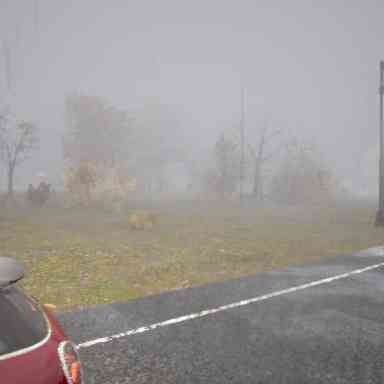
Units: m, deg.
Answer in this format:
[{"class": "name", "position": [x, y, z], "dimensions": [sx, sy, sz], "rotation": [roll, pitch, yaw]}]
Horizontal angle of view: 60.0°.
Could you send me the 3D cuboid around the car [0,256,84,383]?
[{"class": "car", "position": [-3.004, 1.352, 1.884], "dimensions": [4.553, 1.767, 2.097], "rotation": [0, 0, -36]}]
